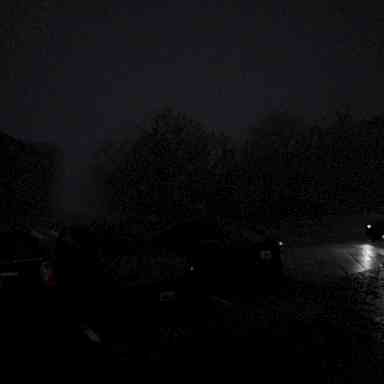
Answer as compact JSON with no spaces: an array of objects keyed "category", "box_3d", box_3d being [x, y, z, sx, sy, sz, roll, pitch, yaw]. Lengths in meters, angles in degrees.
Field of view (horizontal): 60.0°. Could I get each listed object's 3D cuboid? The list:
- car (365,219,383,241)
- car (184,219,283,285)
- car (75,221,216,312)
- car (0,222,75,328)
[{"category":"car","box_3d":[10.446,1.796,16.469,4.718,1.301,1.895,3,-1,-39]},{"category":"car","box_3d":[0.399,1.522,9.755,2.163,1.488,4.792,0,0,-35]},{"category":"car","box_3d":[-1.836,1.517,8.094,2.163,1.488,4.792,0,0,-35]},{"category":"car","box_3d":[-4.105,1.357,6.479,2.185,1.767,4.553,0,0,-35]}]
